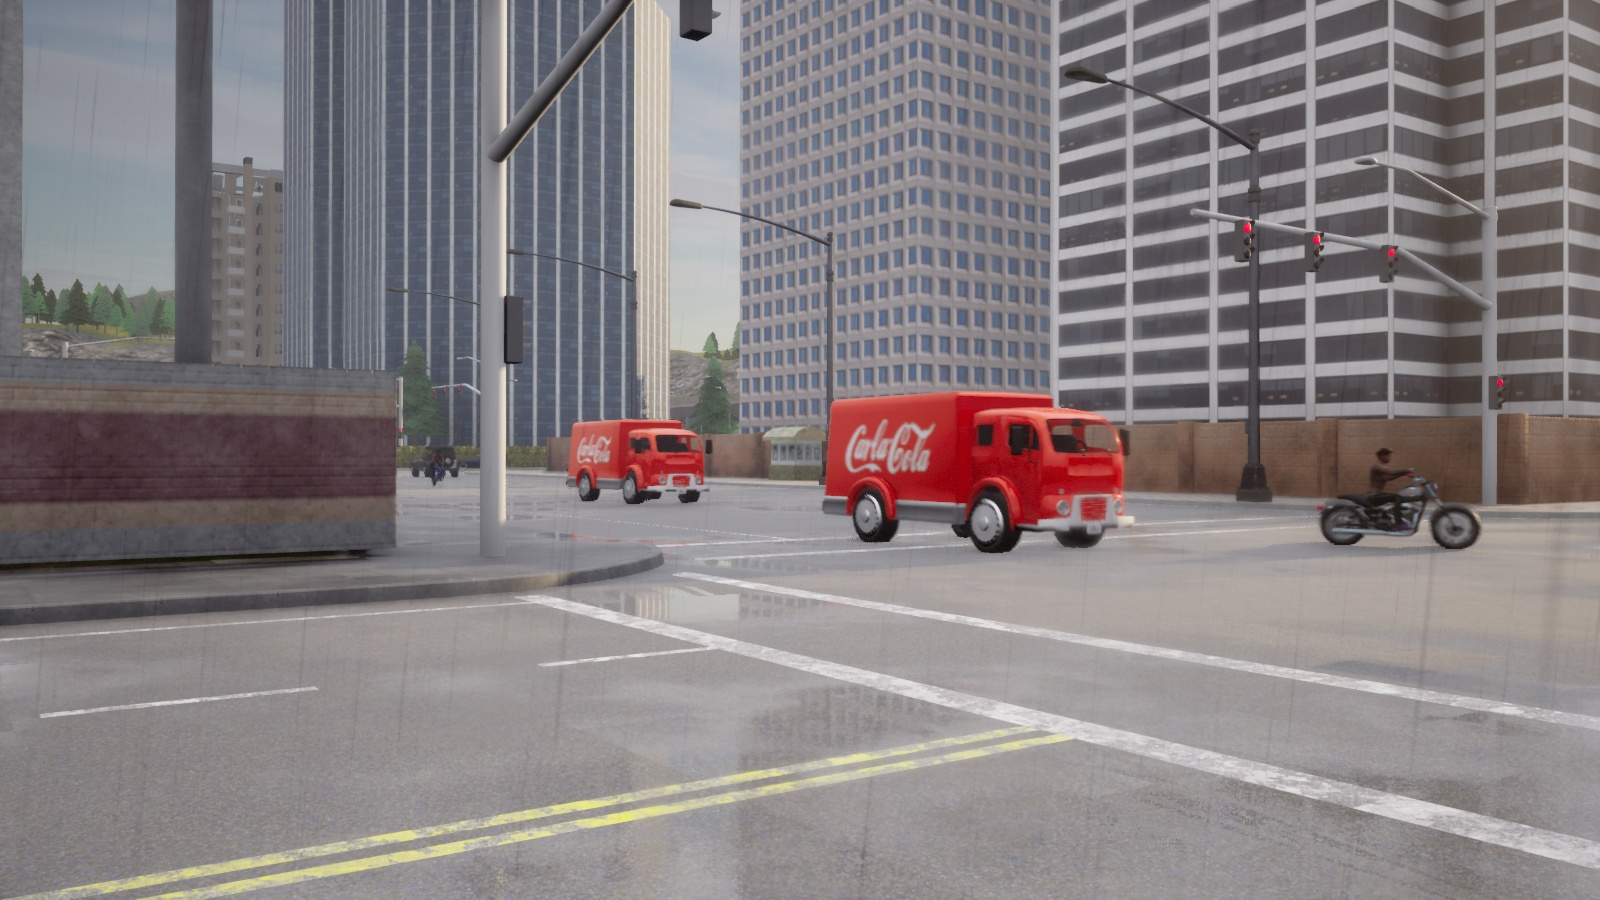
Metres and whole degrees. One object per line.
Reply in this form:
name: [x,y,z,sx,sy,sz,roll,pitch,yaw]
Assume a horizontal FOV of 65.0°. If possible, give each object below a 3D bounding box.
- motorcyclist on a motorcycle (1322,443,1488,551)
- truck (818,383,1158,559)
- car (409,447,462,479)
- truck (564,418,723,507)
motorcyclist on a motorcycle: [9.660,0.724,20.087,2.350,1.649,0.766,0,-1,29]
truck: [2.868,0.302,20.421,2.627,2.467,5.204,0,0,-35]
car: [-21.713,0.769,74.647,1.905,1.878,3.866,0,0,-35]
truck: [-4.797,0.361,37.730,2.627,2.467,5.204,0,0,-35]
